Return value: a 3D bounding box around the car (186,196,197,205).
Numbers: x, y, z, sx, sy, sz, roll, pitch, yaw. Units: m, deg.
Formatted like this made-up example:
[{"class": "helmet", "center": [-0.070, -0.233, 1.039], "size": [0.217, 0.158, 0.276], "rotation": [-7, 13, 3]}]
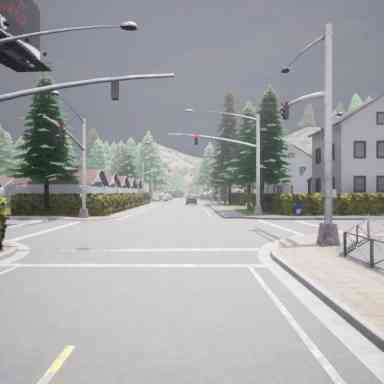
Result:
[{"class": "car", "center": [-0.091, 1.505, 59.254], "size": [1.837, 1.490, 4.892], "rotation": [0, 0, 0]}]
